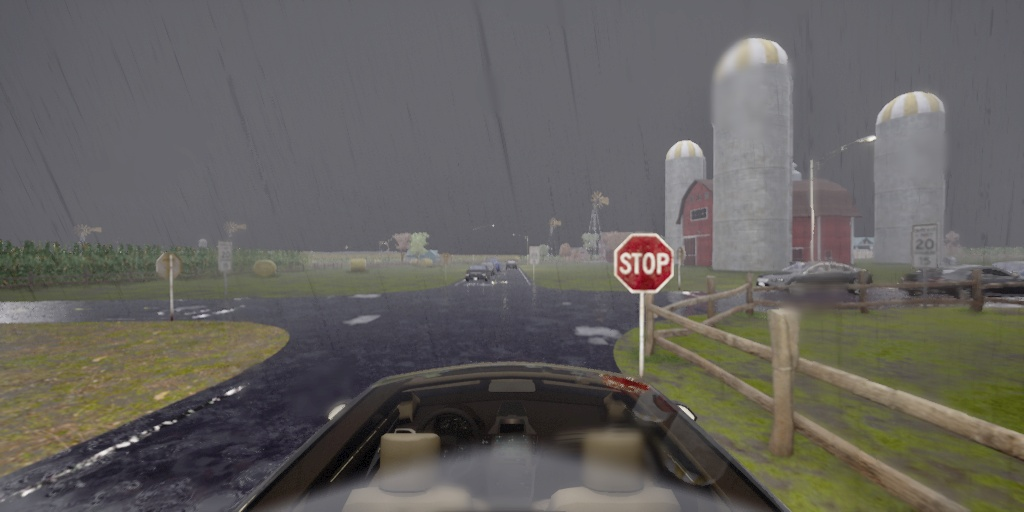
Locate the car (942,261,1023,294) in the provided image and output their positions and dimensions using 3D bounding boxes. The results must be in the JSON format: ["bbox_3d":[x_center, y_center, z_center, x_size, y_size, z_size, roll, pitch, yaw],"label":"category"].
[{"bbox_3d":[24.822,0.976,17.480,5.357,1.411,2.033,-1,1,0],"label":"car"}]

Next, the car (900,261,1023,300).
[{"bbox_3d":[18.612,1.073,14.534,4.674,1.442,1.812,-1,1,0],"label":"car"}]

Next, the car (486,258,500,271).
[{"bbox_3d":[-2.891,1.249,52.912,2.150,2.045,5.566,0,0,0],"label":"car"}]

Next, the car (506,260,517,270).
[{"bbox_3d":[-0.075,1.557,61.331,1.882,1.535,5.008,0,0,0],"label":"car"}]

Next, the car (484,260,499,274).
[{"bbox_3d":[-2.885,1.470,42.126,1.837,1.490,4.892,0,-1,0],"label":"car"}]

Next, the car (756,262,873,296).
[{"bbox_3d":[14.530,1.066,17.397,4.902,1.511,2.128,-1,1,-1],"label":"car"}]

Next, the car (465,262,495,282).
[{"bbox_3d":[-2.887,1.449,31.035,2.033,1.411,5.357,0,0,0],"label":"car"}]
